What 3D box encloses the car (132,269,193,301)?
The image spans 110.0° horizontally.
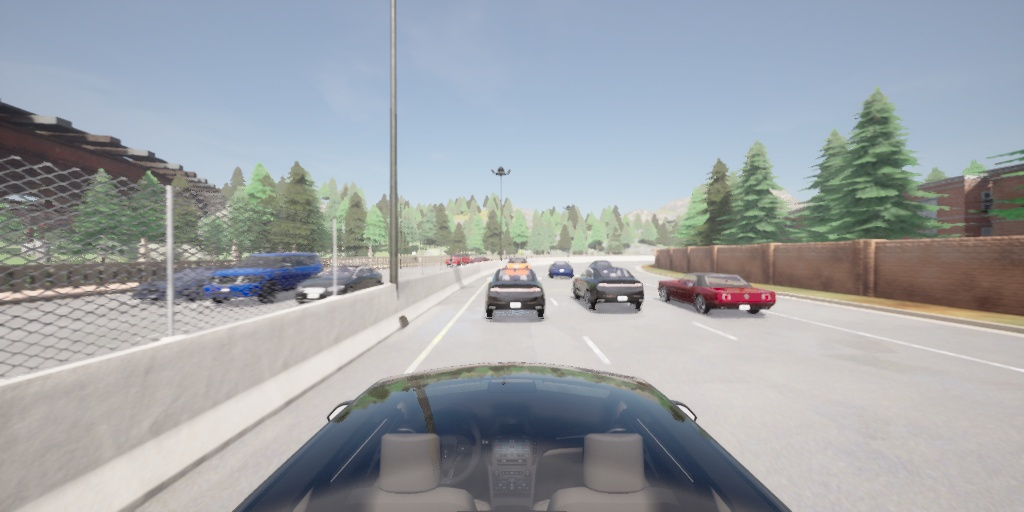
[{"bbox_3d":[-14.080,1.183,16.694,2.033,1.411,5.357,0,0,0],"label":"car"}]

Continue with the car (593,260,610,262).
[{"bbox_3d":[7.687,1.053,30.899,1.812,1.442,4.674,0,0,5],"label":"car"}]

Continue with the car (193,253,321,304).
[{"bbox_3d":[-10.575,0.863,16.007,2.150,2.045,5.566,0,0,0],"label":"car"}]

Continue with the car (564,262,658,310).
[{"bbox_3d":[3.602,1.147,14.099,2.128,1.511,4.902,0,0,0],"label":"car"}]

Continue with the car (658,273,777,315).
[{"bbox_3d":[7.102,1.263,13.156,1.895,1.301,4.718,0,0,0],"label":"car"}]

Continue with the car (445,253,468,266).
[{"bbox_3d":[-8.403,0.556,56.158,2.150,2.045,5.566,0,0,18],"label":"car"}]

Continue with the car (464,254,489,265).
[{"bbox_3d":[-5.071,0.820,55.038,1.882,1.535,5.008,0,0,19],"label":"car"}]

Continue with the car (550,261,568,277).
[{"bbox_3d":[4.167,1.094,30.517,1.994,1.385,4.181,0,0,5],"label":"car"}]

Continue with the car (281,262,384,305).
[{"bbox_3d":[-7.064,1.138,15.236,2.128,1.511,4.902,0,0,0],"label":"car"}]

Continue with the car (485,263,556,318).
[{"bbox_3d":[0.101,1.159,12.553,2.128,1.511,4.902,0,0,0],"label":"car"}]

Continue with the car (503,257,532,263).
[{"bbox_3d":[0.574,0.889,29.593,2.097,1.767,4.553,0,0,5],"label":"car"}]
